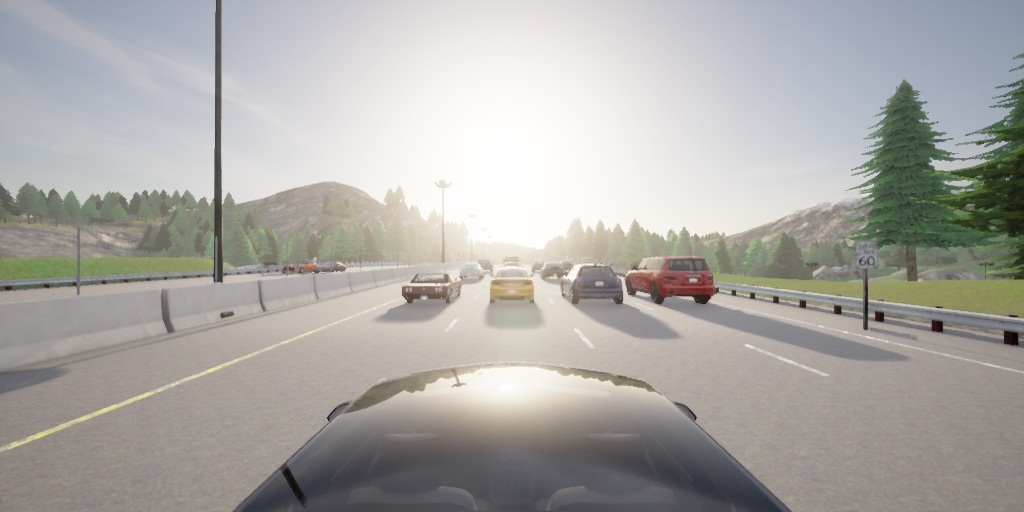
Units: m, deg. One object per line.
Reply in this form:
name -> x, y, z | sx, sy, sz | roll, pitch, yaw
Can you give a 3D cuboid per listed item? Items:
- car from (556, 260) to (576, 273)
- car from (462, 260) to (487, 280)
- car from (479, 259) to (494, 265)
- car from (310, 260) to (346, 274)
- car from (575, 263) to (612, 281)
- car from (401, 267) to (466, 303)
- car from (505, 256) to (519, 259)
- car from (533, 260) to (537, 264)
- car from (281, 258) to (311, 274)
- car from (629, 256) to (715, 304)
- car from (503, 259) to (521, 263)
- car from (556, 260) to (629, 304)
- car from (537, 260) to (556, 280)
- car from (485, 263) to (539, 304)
car -> 7.001, 1.312, 46.701 | 1.837, 1.490, 4.892 | 0, 0, 0
car -> -3.499, 1.306, 31.501 | 1.812, 1.442, 4.674 | 0, 0, 0
car -> -3.498, 1.153, 46.672 | 2.097, 1.767, 4.553 | 0, 0, 0
car -> -20.999, 1.327, 41.701 | 1.812, 1.442, 4.674 | 0, 0, 0
car -> 7.001, 1.345, 31.501 | 2.033, 1.411, 5.357 | 0, 0, 0
car -> -3.499, 1.377, 16.531 | 1.895, 1.301, 4.718 | 0, 0, 0
car -> 0.002, 1.048, 46.732 | 2.150, 2.045, 5.566 | 0, 0, 0
car -> 3.501, 1.288, 46.701 | 2.128, 1.511, 4.902 | 0, 0, 0
car -> -24.500, 1.176, 41.535 | 2.097, 1.767, 4.553 | 0, 0, 0
car -> 7.000, 1.023, 16.532 | 2.150, 2.045, 5.566 | 0, 0, 0
car -> 0.001, 1.271, 31.501 | 2.128, 1.511, 4.902 | 0, 0, 0
car -> 3.500, 1.131, 16.471 | 2.097, 1.767, 4.553 | 0, 0, 0
car -> 3.501, 1.296, 31.501 | 1.837, 1.490, 4.892 | 0, 0, 0
car -> 0.001, 1.248, 16.501 | 1.882, 1.535, 5.008 | 0, 0, 0
